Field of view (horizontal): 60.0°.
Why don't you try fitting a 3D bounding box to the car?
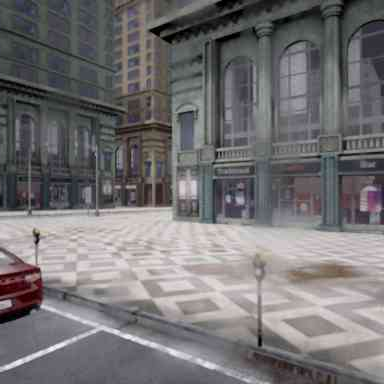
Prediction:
[{"bbox_3d":[-4.622,1.548,6.237,4.507,1.381,1.887,0,0,35],"label":"car"}]
